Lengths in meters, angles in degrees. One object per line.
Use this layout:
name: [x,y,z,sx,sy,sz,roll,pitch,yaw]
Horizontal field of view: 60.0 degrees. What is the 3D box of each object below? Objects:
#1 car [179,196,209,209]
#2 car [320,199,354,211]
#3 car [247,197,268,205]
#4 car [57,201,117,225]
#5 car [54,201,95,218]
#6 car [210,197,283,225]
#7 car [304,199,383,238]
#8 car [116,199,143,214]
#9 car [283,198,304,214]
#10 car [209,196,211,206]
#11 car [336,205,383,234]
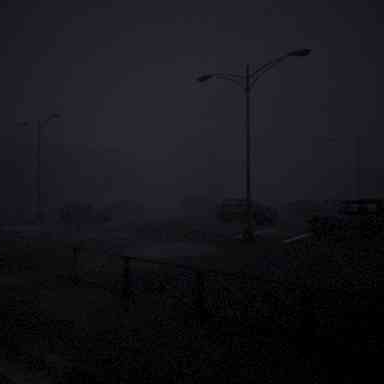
car: [-0.029,1.501,47.949,3.866,1.878,1.905,-1,0,37]
car: [18.312,1.606,42.028,3.633,1.501,1.845,-1,0,37]
car: [12.882,1.804,65.130,3.633,1.501,1.845,-1,0,37]
car: [-8.165,1.660,25.334,4.514,1.523,2.007,-1,0,37]
car: [-11.508,1.649,32.540,3.806,1.475,1.970,-1,0,37]
car: [4.000,1.385,24.716,4.605,1.855,1.932,-1,0,37]
car: [8.222,1.303,17.307,3.866,1.878,1.905,-1,0,37]
car: [-7.845,1.574,37.819,5.027,1.636,2.152,-1,0,37]
car: [12.174,1.583,34.142,4.514,1.523,2.007,-1,0,37]
car: [1.419,1.525,50.502,4.605,1.855,1.932,-1,0,37]
car: [10.738,1.583,19.565,3.806,1.475,1.970,-1,0,37]
